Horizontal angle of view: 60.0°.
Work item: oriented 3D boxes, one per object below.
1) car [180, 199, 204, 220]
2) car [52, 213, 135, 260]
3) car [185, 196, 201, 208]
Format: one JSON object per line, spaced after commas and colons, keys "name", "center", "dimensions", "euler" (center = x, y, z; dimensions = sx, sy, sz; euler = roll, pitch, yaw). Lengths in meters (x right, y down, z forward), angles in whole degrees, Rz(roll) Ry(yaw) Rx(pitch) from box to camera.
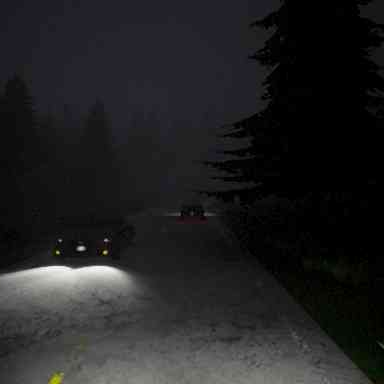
{"name": "car", "center": [0.018, 1.330, 26.174], "dimensions": [1.812, 1.442, 4.674], "euler": [0, 1, 0]}
{"name": "car", "center": [-3.291, 1.475, 11.877], "dimensions": [1.994, 1.385, 4.181], "euler": [0, 0, 0]}
{"name": "car", "center": [0.158, 1.279, 43.209], "dimensions": [1.895, 1.301, 4.718], "euler": [0, 0, 2]}
